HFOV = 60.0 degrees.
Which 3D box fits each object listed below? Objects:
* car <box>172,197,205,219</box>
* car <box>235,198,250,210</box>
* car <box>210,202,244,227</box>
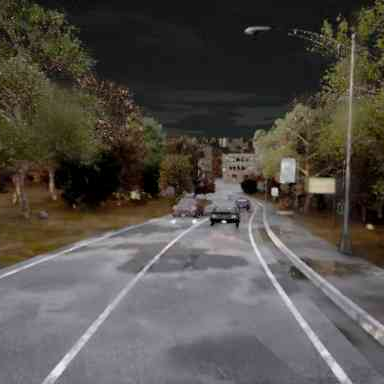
[{"bbox_3d":[-0.252,1.263,28.562,2.097,1.767,4.553,1,0,12],"label":"car"},{"bbox_3d":[6.379,1.506,42.360,1.812,1.442,4.674,1,0,12],"label":"car"},{"bbox_3d":[2.414,1.584,23.109,1.895,1.301,4.718,1,0,10],"label":"car"}]
